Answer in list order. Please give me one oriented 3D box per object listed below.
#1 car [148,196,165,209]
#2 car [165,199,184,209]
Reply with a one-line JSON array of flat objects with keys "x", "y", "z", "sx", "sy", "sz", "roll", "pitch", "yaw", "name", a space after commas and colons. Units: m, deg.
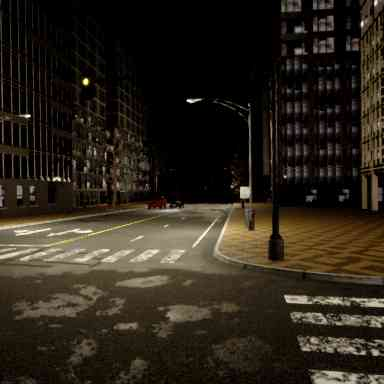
[{"x": -5.718, "y": 1.753, "z": 55.370, "sx": 2.150, "sy": 2.045, "sz": 5.566, "roll": -1, "pitch": -1, "yaw": 8, "name": "car"}, {"x": -2.492, "y": 1.983, "z": 54.950, "sx": 2.128, "sy": 1.511, "sz": 4.902, "roll": -1, "pitch": -1, "yaw": 8, "name": "car"}]
